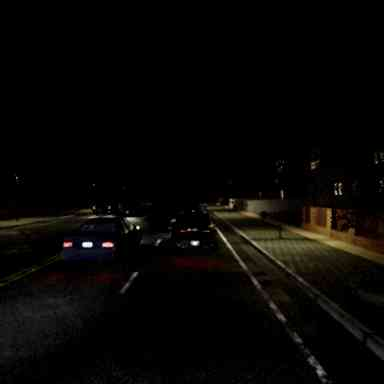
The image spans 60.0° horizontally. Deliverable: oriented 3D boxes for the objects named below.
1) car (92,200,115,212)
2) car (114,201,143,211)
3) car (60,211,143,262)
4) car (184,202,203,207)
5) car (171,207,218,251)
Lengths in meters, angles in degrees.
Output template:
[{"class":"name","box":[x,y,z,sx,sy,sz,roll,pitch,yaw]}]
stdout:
[{"class":"car","box":[-9.741,1.702,37.852,2.097,1.767,4.553,0,0,1]},{"class":"car","box":[-6.506,1.825,36.086,2.128,1.511,4.902,0,-1,0]},{"class":"car","box":[-3.151,1.661,12.557,2.033,1.411,5.357,0,-1,0]},{"class":"car","box":[0.143,1.855,37.597,1.837,1.490,4.892,0,0,0]},{"class":"car","box":[0.117,1.641,14.815,1.837,1.490,4.892,0,0,0]}]
